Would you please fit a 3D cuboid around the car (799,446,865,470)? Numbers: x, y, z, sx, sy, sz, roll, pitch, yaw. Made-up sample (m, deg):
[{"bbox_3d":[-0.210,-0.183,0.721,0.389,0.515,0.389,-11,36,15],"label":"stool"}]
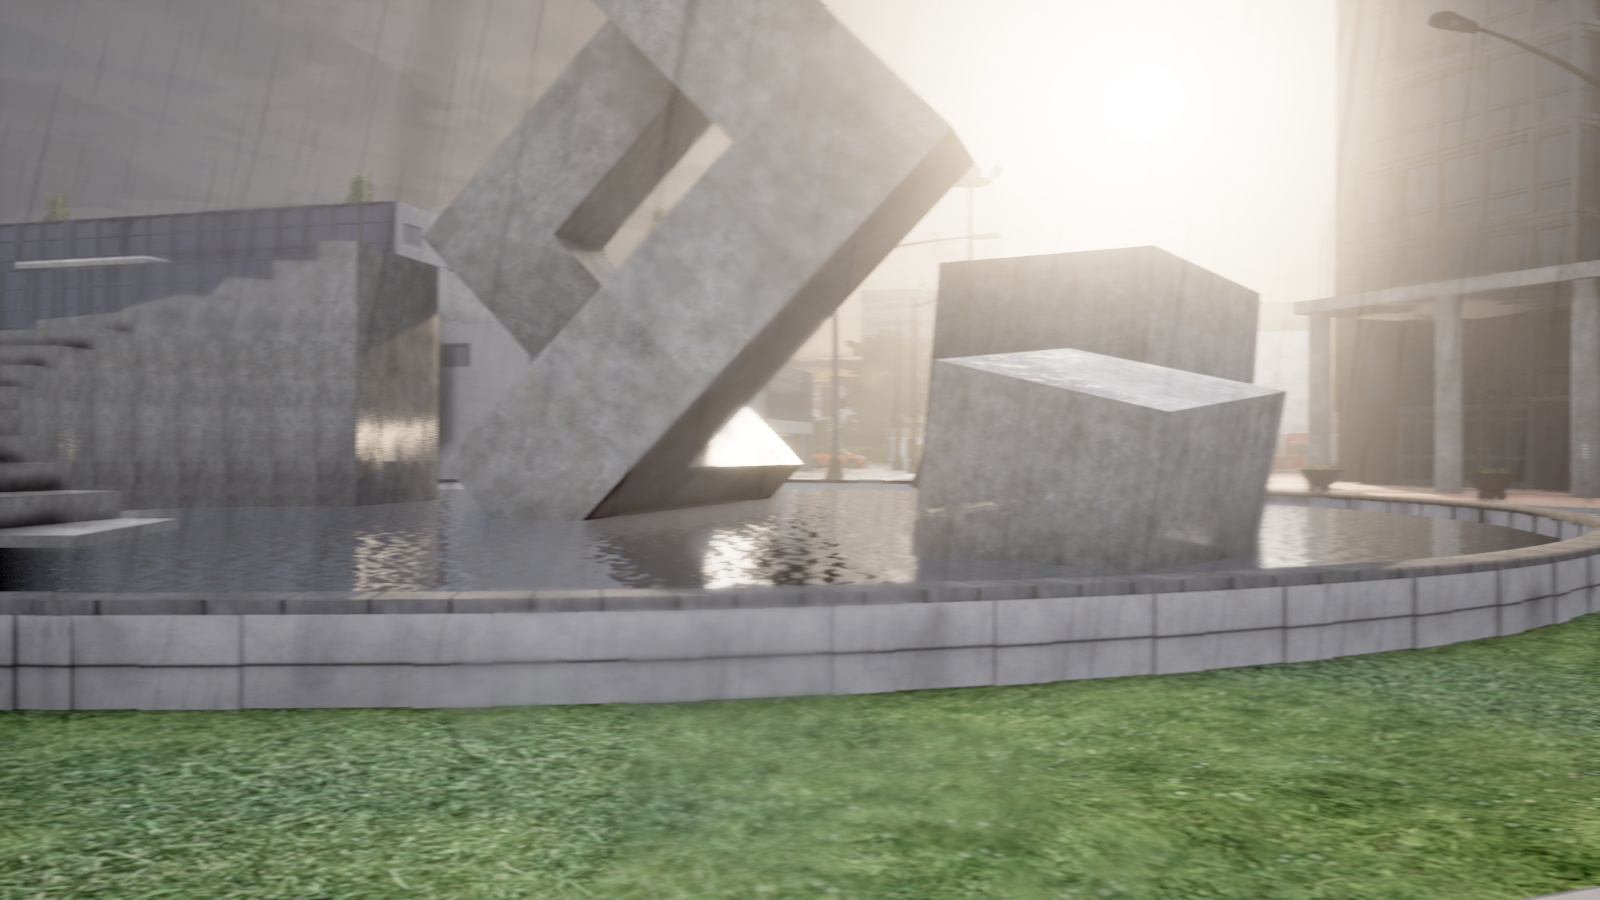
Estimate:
[{"bbox_3d":[2.403,0.599,94.711,4.553,1.767,2.097,0,0,16],"label":"car"}]
